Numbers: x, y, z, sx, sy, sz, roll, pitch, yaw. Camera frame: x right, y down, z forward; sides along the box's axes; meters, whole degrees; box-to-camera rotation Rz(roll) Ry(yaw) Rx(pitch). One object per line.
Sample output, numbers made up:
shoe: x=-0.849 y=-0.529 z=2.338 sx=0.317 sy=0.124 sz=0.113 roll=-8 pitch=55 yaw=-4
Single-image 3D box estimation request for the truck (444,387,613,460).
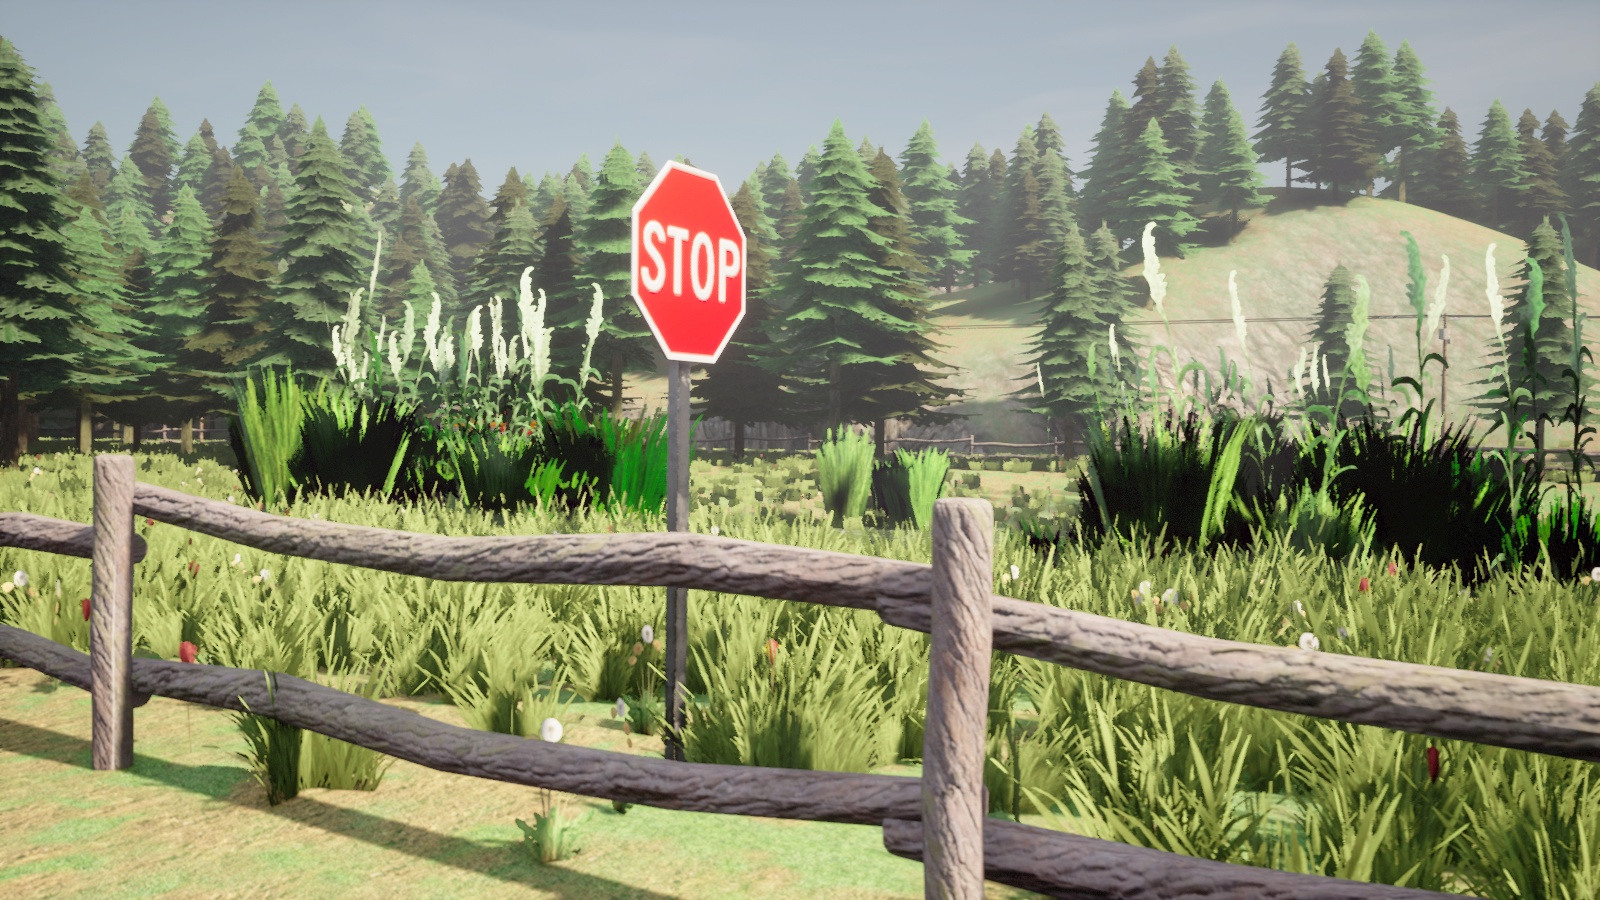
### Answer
truck: x=-14.675 y=-1.426 z=68.045 sx=8.468 sy=3.827 sz=2.891 roll=0 pitch=1 yaw=11
